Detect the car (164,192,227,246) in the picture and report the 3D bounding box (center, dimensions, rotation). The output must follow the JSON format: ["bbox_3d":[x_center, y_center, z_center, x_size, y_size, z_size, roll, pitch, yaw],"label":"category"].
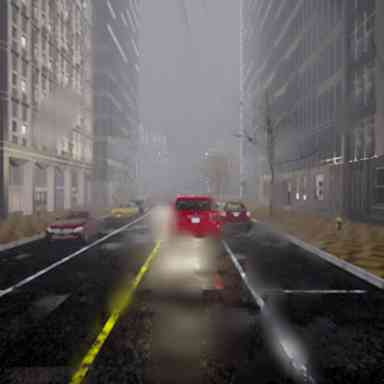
[{"bbox_3d":[0.083,1.147,15.129,2.150,2.045,5.566,0,0,-1],"label":"car"}]

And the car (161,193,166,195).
[{"bbox_3d":[-5.316,1.273,54.470,1.887,1.381,4.507,0,0,0],"label":"car"}]

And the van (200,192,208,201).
[{"bbox_3d":[2.564,0.982,71.111,1.690,1.788,3.998,0,0,0],"label":"van"}]

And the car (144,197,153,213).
[{"bbox_3d":[-5.316,1.407,32.280,1.947,1.339,4.313,0,0,0],"label":"car"}]

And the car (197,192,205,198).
[{"bbox_3d":[2.564,0.836,93.301,2.192,1.841,5.009,0,0,0],"label":"car"}]

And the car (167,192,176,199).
[{"bbox_3d":[-5.317,0.867,87.753,2.192,1.841,5.009,0,0,0],"label":"car"}]

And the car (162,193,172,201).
[{"bbox_3d":[-5.316,1.081,71.112,1.967,1.590,4.097,0,0,0],"label":"car"}]

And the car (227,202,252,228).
[{"bbox_3d":[2.564,1.336,21.185,1.967,1.590,4.097,0,0,0],"label":"car"}]

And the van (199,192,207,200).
[{"bbox_3d":[2.564,0.952,76.659,1.690,1.788,3.998,0,0,0],"label":"van"}]

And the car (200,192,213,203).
[{"bbox_3d":[2.568,1.014,60.015,2.192,1.841,5.009,0,0,0],"label":"car"}]

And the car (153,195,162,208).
[{"bbox_3d":[-5.316,1.367,43.376,1.802,1.307,4.206,0,0,0],"label":"car"}]

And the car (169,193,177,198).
[{"bbox_3d":[-5.316,0.961,93.301,1.967,1.590,4.097,0,0,0],"label":"car"}]

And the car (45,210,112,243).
[{"bbox_3d":[-5.316,1.506,15.638,1.802,1.307,4.206,0,0,0],"label":"car"}]

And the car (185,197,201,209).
[{"bbox_3d":[0.100,1.350,43.150,1.994,1.385,4.181,0,0,0],"label":"car"}]

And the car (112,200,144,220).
[{"bbox_3d":[-5.316,1.395,26.563,1.752,1.417,4.829,0,0,0],"label":"car"}]

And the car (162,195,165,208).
[{"bbox_3d":[-2.763,1.384,43.749,1.895,1.301,4.718,0,0,0],"label":"car"}]

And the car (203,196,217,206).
[{"bbox_3d":[2.564,1.281,49.093,1.752,1.417,4.829,0,0,0],"label":"car"}]
